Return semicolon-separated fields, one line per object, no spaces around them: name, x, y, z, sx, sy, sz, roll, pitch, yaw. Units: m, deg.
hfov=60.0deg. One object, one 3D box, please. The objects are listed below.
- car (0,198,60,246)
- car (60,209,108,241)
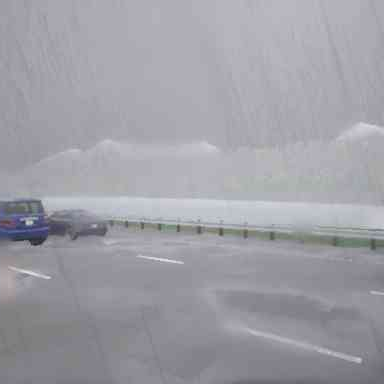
car;-8.293;1.259;14.084;5.566;2.045;2.150;0;0;36
car;-6.236;1.573;16.916;4.181;1.385;1.994;0;0;36
